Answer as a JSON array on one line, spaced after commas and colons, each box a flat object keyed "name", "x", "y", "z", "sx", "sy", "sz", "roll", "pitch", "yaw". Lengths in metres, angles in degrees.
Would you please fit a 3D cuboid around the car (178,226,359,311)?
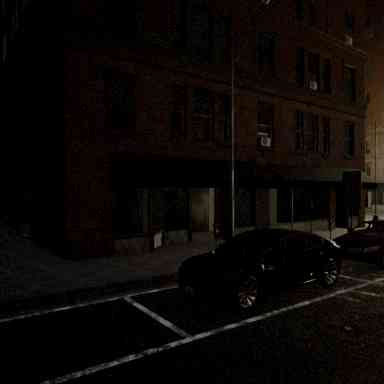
[{"name": "car", "x": 1.731, "y": 1.566, "z": 7.754, "sx": 4.313, "sy": 1.339, "sz": 1.947, "roll": 0, "pitch": 0, "yaw": -35}]

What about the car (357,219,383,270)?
[{"name": "car", "x": 6.217, "y": 1.582, "z": 10.939, "sx": 4.206, "sy": 1.307, "sz": 1.802, "roll": 0, "pitch": 0, "yaw": -35}]
